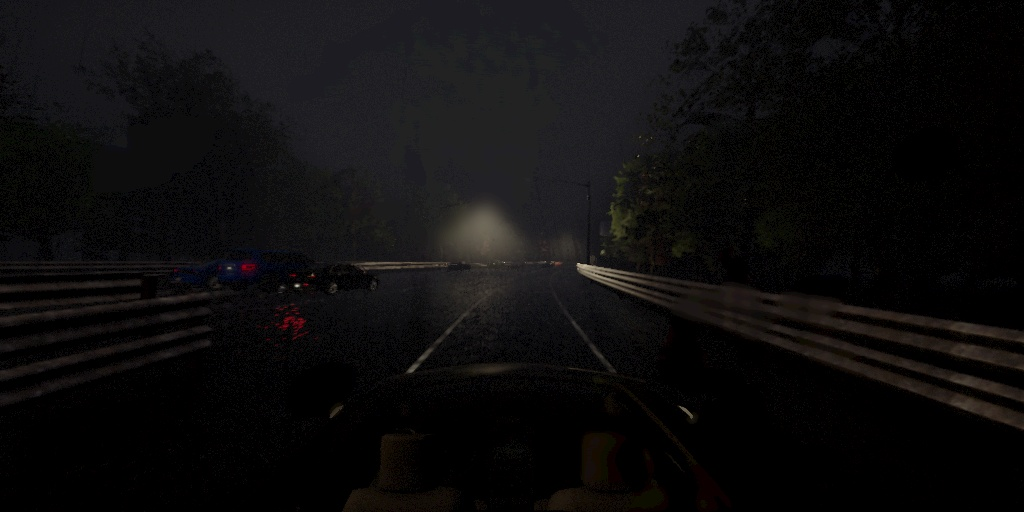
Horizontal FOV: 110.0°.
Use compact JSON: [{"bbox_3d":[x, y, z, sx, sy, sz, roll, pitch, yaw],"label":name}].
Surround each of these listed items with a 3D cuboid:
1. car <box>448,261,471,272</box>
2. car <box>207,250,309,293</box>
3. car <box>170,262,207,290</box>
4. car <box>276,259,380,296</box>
[{"bbox_3d":[-7.240,1.446,50.071,2.128,1.511,4.902,0,-1,15],"label":"car"},{"bbox_3d":[-11.846,0.738,18.531,2.150,2.045,5.566,0,-1,15],"label":"car"},{"bbox_3d":[-15.231,0.969,19.437,1.882,1.535,5.008,0,-1,15],"label":"car"},{"bbox_3d":[-8.485,1.081,17.548,1.837,1.490,4.892,1,-1,15],"label":"car"}]
